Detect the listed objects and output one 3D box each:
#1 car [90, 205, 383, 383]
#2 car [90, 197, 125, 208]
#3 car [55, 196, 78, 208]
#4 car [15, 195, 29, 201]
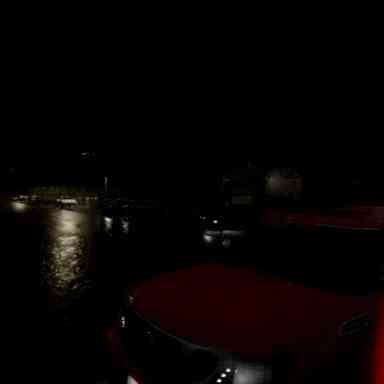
[{"bbox_3d":[1.808,1.229,4.237,5.566,2.045,2.150,0,0,-35],"label":"car"},{"bbox_3d":[-7.863,1.266,30.900,1.882,1.535,5.008,2,-1,-36],"label":"car"},{"bbox_3d":[-15.863,1.287,42.052,1.812,1.442,4.674,2,-1,-35],"label":"car"},{"bbox_3d":[-42.202,1.587,83.394,1.895,1.301,4.718,2,-1,-36],"label":"car"}]
